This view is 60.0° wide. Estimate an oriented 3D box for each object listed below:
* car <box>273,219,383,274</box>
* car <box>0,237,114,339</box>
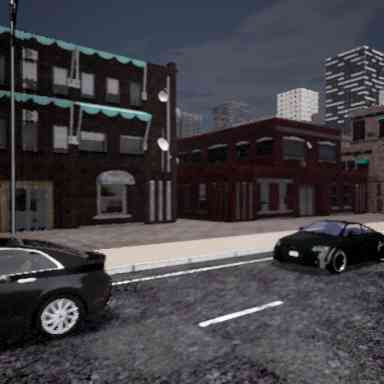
[{"bbox_3d":[4.583,1.615,10.824,4.181,1.385,1.994,0,0,-35],"label":"car"},{"bbox_3d":[-3.663,1.505,5.030,4.892,1.490,1.837,1,0,-35],"label":"car"}]
